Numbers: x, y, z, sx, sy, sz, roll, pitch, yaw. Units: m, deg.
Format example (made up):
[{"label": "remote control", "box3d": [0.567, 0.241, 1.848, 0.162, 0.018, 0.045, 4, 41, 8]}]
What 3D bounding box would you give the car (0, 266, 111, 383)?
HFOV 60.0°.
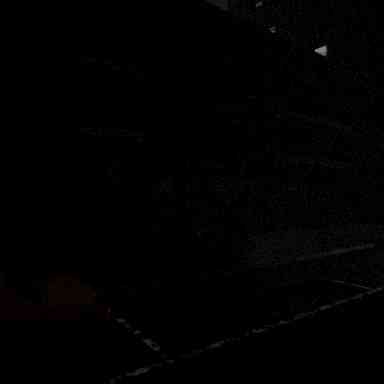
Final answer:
[{"label": "car", "box3d": [-3.385, 1.525, 3.659, 4.829, 1.417, 1.752, 0, 2, -35]}]
